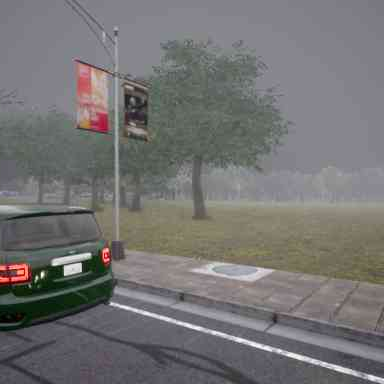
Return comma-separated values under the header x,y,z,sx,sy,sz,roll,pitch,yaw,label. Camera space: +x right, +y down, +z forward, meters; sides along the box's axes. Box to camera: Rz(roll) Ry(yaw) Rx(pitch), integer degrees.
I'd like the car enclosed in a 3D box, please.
x,y,z,sx,sy,sz,roll,pitch,yaw,label
-3.918,1.235,6.436,5.566,2.045,2.150,0,0,36,car
